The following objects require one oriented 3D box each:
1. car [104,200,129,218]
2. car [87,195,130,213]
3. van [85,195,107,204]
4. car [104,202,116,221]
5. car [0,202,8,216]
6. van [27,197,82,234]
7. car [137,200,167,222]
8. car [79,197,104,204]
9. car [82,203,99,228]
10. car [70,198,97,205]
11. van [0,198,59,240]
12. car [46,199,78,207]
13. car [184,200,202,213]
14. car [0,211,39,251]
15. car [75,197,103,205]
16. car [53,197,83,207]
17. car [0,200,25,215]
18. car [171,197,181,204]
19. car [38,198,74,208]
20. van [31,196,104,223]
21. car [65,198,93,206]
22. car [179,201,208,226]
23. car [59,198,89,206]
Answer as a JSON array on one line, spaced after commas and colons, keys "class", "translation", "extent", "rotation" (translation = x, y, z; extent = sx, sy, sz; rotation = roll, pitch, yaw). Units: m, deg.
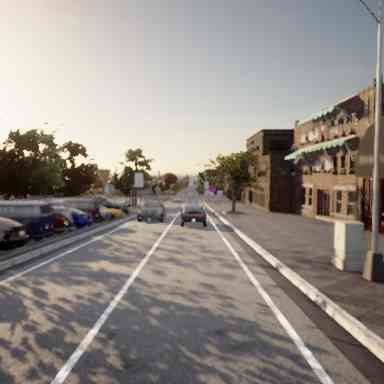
[{"class": "car", "translation": [-8.776, 1.712, 29.845], "extent": [5.366, 1.575, 1.946], "rotation": [0, 0, 0]}, {"class": "car", "translation": [-8.935, 1.476, 32.649], "extent": [5.566, 2.045, 2.435], "rotation": [0, 0, 0]}, {"class": "van", "translation": [-21.956, 1.701, 76.176], "extent": [4.442, 1.987, 1.878], "rotation": [0, 0, 0]}, {"class": "car", "translation": [-8.962, 1.743, 27.041], "extent": [4.674, 1.452, 2.002], "rotation": [0, 0, 0]}, {"class": "car", "translation": [-22.073, 1.767, 34.544], "extent": [4.792, 1.488, 2.163], "rotation": [0, 0, 0]}, {"class": "van", "translation": [-8.837, 1.441, 18.629], "extent": [4.442, 1.987, 1.878], "rotation": [0, 0, 0]}, {"class": "car", "translation": [-3.328, 1.568, 28.128], "extent": [2.097, 1.767, 4.553], "rotation": [0, 0, 0]}, {"class": "car", "translation": [-22.100, 1.942, 73.401], "extent": [4.792, 1.488, 2.163], "rotation": [0, 0, 0]}, {"class": "car", "translation": [-8.950, 1.679, 21.435], "extent": [5.008, 1.535, 2.097], "rotation": [0, 0, 0]}, {"class": "car", "translation": [-22.096, 1.914, 67.850], "extent": [4.792, 1.488, 2.163], "rotation": [0, 0, 0]}, {"class": "van", "translation": [-9.068, 1.424, 15.827], "extent": [4.442, 1.987, 1.878], "rotation": [0, 0, 0]}, {"class": "car", "translation": [-22.057, 1.873, 56.749], "extent": [4.674, 1.452, 2.002], "rotation": [0, 0, 0]}, {"class": "car", "translation": [0.129, 1.829, 42.045], "extent": [2.033, 1.411, 5.357], "rotation": [0, 0, 0]}, {"class": "car", "translation": [-8.979, 1.662, 13.023], "extent": [4.792, 1.488, 2.163], "rotation": [0, 0, 0]}, {"class": "car", "translation": [-21.883, 1.896, 70.624], "extent": [5.366, 1.575, 1.946], "rotation": [0, 0, 0]}, {"class": "car", "translation": [-22.093, 1.720, 59.525], "extent": [4.553, 1.767, 2.185], "rotation": [0, 0, 0]}, {"class": "car", "translation": [-21.860, 1.746, 37.320], "extent": [5.366, 1.575, 1.946], "rotation": [0, 0, 0]}, {"class": "car", "translation": [-3.202, 1.764, 70.328], "extent": [1.812, 1.442, 4.674], "rotation": [0, 0, 0]}, {"class": "car", "translation": [-22.053, 1.820, 53.974], "extent": [5.008, 1.535, 2.097], "rotation": [0, 0, 0]}, {"class": "van", "translation": [-9.074, 1.466, 24.239], "extent": [4.442, 1.987, 1.878], "rotation": [0, 0, 0]}, {"class": "car", "translation": [-22.059, 1.873, 65.075], "extent": [4.892, 1.521, 2.231], "rotation": [0, 0, 0]}, {"class": "car", "translation": [0.118, 1.706, 25.394], "extent": [1.837, 1.490, 4.892], "rotation": [0, 0, 0]}, {"class": "car", "translation": [-22.069, 1.858, 62.300], "extent": [5.008, 1.535, 2.097], "rotation": [0, 0, 0]}]
